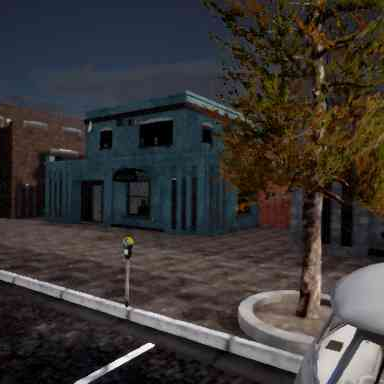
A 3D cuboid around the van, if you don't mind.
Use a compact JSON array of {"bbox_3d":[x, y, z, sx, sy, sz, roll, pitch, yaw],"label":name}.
[{"bbox_3d":[2.339,1.341,1.187,3.998,1.788,1.690,0,1,36],"label":"van"}]
